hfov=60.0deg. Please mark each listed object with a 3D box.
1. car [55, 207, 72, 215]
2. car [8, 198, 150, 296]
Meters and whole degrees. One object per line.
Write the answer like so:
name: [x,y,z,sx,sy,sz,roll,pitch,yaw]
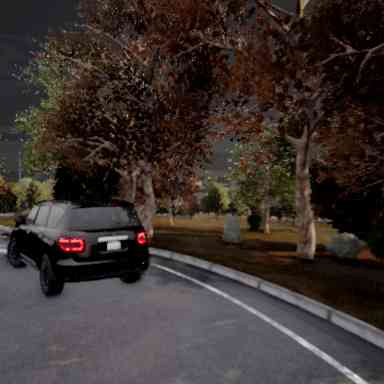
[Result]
car: [-26.254,3.854,68.022,2.128,1.511,4.902,0,-4,-8]
car: [-3.246,1.189,8.945,2.150,2.045,5.566,0,0,-38]
